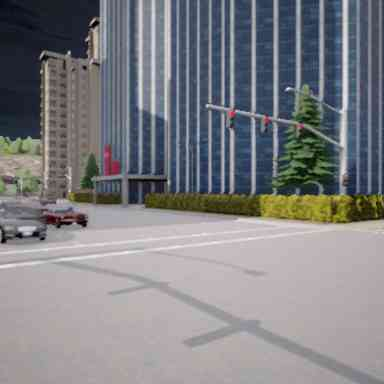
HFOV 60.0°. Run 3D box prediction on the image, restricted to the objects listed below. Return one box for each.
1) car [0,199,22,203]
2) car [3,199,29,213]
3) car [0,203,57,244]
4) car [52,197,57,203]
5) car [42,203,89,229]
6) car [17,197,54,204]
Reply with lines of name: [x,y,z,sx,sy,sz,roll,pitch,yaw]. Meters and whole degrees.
car: [-13.838,1.495,23.595,2.128,1.511,4.902,0,0,-36]
car: [-20.761,1.556,39.172,2.033,1.411,5.357,0,0,-36]
car: [-8.429,1.495,16.126,2.128,1.511,4.902,0,0,-36]
car: [-24.243,1.511,56.212,2.128,1.511,4.902,0,0,-36]
car: [-8.431,1.610,22.088,1.895,1.301,4.718,0,0,-36]
car: [-14.547,1.486,30.550,1.882,1.535,5.008,0,0,-36]
